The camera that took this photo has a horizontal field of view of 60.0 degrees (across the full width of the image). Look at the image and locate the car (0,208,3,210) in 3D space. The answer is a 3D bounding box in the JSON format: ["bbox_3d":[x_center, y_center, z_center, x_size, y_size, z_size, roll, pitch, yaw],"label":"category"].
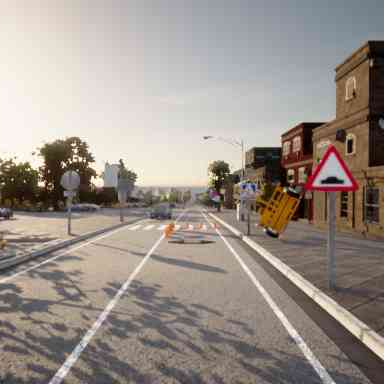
[{"bbox_3d":[-21.881,2.114,32.934,4.674,1.452,2.002,0,-2,0],"label":"car"}]

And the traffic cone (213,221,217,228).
[{"bbox_3d":[1.644,2.304,23.803,0.340,0.580,0.340,0,-2,0],"label":"traffic cone"}]

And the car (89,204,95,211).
[{"bbox_3d":[-21.781,3.029,63.702,4.892,1.521,2.231,0,-2,0],"label":"car"}]

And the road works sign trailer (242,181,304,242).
[{"bbox_3d":[4.244,0.581,16.464,2.880,2.380,3.560,33,17,31],"label":"road works sign trailer"}]

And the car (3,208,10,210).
[{"bbox_3d":[-21.940,2.045,36.108,4.553,1.767,2.185,0,-2,0],"label":"car"}]

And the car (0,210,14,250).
[{"bbox_3d":[-9.365,1.558,11.553,5.366,1.575,1.946,0,-1,0],"label":"car"}]

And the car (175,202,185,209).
[{"bbox_3d":[-2.981,3.910,90.869,2.128,1.511,4.902,0,-2,0],"label":"car"}]

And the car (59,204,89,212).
[{"bbox_3d":[-21.798,2.966,60.426,4.674,1.452,2.002,0,-2,0],"label":"car"}]

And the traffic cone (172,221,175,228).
[{"bbox_3d":[-1.361,2.197,19.807,0.340,0.580,0.340,0,-1,0],"label":"traffic cone"}]

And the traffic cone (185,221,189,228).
[{"bbox_3d":[-0.354,2.304,23.806,0.340,0.580,0.340,0,-2,0],"label":"traffic cone"}]

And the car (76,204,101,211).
[{"bbox_3d":[-21.756,3.268,70.119,4.674,1.452,2.002,0,-2,0],"label":"car"}]

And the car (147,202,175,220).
[{"bbox_3d":[-3.282,2.080,36.116,2.097,1.767,4.553,0,-2,0],"label":"car"}]

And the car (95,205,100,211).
[{"bbox_3d":[-21.778,3.130,66.974,5.008,1.535,2.097,0,-2,0],"label":"car"}]

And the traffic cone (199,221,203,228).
[{"bbox_3d":[0.644,2.304,23.804,0.340,0.580,0.340,0,-2,0],"label":"traffic cone"}]
